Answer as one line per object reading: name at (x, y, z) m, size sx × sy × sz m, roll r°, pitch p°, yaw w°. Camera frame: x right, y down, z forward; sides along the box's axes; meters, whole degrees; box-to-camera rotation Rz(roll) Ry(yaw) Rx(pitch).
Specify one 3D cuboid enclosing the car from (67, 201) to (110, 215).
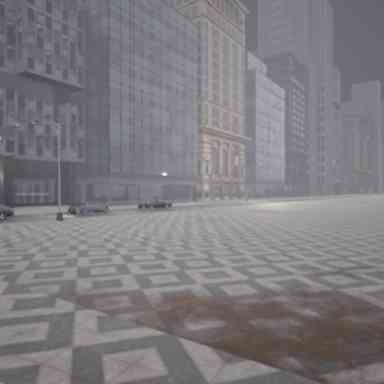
car at (-10.419, 1.562, 33.693) m, size 1.994 × 1.385 × 4.181 m, roll 0°, pitch 0°, yaw 37°

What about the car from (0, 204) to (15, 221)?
car at (-16.216, 1.530, 25.568) m, size 1.812 × 1.442 × 4.674 m, roll 0°, pitch 0°, yaw 37°

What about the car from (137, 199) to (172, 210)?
car at (-4.649, 1.585, 41.804) m, size 1.895 × 1.301 × 4.718 m, roll 0°, pitch 0°, yaw 36°
